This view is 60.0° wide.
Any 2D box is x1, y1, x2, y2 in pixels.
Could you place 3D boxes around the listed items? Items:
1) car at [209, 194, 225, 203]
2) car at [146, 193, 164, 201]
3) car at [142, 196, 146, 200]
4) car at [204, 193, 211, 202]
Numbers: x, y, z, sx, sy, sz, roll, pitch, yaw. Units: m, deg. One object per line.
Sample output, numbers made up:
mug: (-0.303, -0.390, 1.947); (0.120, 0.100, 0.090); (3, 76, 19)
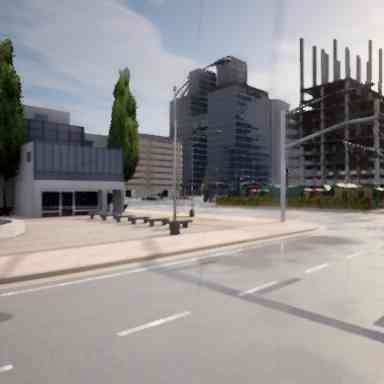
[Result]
car: (6.156, 1.485, 69.354); (3.806, 1.475, 1.970); (0, 0, -43)
car: (-9.092, 1.308, 85.925); (3.866, 1.878, 1.905); (0, 0, -43)
car: (-11.009, 1.313, 88.094); (4.605, 1.855, 1.932); (0, 0, -43)
car: (4.206, 1.253, 71.495); (3.866, 1.878, 1.905); (0, 0, -43)
